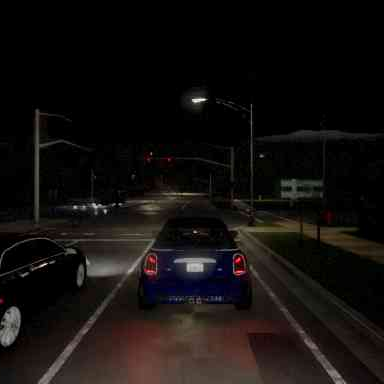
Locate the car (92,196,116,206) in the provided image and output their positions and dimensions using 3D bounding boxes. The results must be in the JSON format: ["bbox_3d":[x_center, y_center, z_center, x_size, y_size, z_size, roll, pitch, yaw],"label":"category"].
[{"bbox_3d":[-14.509,1.505,55.238,1.837,1.490,4.892,0,0,1],"label":"car"}]

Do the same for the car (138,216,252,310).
[{"bbox_3d":[0.068,1.352,7.997,2.097,1.767,4.553,0,0,0],"label":"car"}]

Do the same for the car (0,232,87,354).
[{"bbox_3d":[-3.442,1.505,6.092,1.837,1.490,4.892,0,0,0],"label":"car"}]

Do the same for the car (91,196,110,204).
[{"bbox_3d":[-17.800,1.491,64.889,2.128,1.511,4.902,0,0,1],"label":"car"}]

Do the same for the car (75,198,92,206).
[{"bbox_3d":[-18.000,1.601,55.809,1.895,1.301,4.718,0,0,1],"label":"car"}]

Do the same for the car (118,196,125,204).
[{"bbox_3d":[-14.311,1.503,64.715,1.837,1.490,4.892,0,0,1],"label":"car"}]
